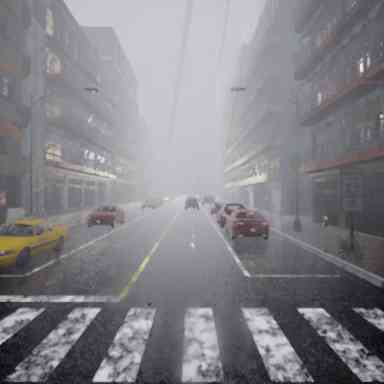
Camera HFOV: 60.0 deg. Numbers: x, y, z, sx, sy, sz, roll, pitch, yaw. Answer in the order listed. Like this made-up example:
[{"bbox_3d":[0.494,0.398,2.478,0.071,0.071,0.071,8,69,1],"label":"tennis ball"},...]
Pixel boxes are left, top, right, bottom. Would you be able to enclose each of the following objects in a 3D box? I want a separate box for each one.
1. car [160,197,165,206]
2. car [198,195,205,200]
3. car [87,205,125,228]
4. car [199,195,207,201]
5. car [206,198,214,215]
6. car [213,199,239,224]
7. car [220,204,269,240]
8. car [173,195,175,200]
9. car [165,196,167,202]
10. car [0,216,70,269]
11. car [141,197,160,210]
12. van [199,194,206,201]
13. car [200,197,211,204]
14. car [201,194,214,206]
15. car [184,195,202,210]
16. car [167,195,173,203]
[{"bbox_3d":[-5.680,1.585,50.066,2.008,1.369,4.403,1,0,0],"label":"car"},{"bbox_3d":[2.704,1.621,94.239,1.887,1.381,4.507,0,0,0],"label":"car"},{"bbox_3d":[-5.682,1.559,22.449,1.887,1.381,4.507,1,0,0],"label":"car"},{"bbox_3d":[2.704,1.505,83.192,1.967,1.590,4.097,1,0,0],"label":"car"},{"bbox_3d":[2.699,1.603,33.481,1.802,1.307,4.206,1,0,0],"label":"car"},{"bbox_3d":[2.700,1.454,22.434,1.967,1.590,4.097,1,0,0],"label":"car"},{"bbox_3d":[2.699,1.555,16.911,1.887,1.381,4.507,1,0,0],"label":"car"},{"bbox_3d":[-5.678,1.610,77.683,2.008,1.369,4.403,1,0,0],"label":"car"},{"bbox_3d":[-5.680,1.583,55.590,1.887,1.381,4.507,1,0,0],"label":"car"},{"bbox_3d":[-5.682,1.532,11.232,1.752,1.417,4.829,1,0,0],"label":"car"},{"bbox_3d":[-5.680,1.555,44.373,1.752,1.417,4.829,1,0,0],"label":"car"},{"bbox_3d":[2.705,1.412,88.716,1.690,1.788,3.998,1,0,0],"label":"van"},{"bbox_3d":[2.702,1.614,66.622,1.947,1.339,4.313,1,0,0],"label":"car"},{"bbox_3d":[2.704,1.354,55.576,2.192,1.841,5.009,1,0,0],"label":"car"},{"bbox_3d":[0.004,1.533,42.755,1.837,1.490,4.892,0,0,0],"label":"car"},{"bbox_3d":[-5.678,1.579,71.989,1.752,1.417,4.829,1,0,0],"label":"car"}]
